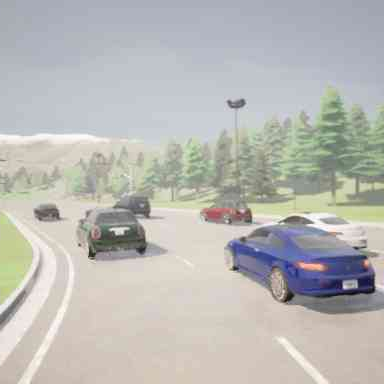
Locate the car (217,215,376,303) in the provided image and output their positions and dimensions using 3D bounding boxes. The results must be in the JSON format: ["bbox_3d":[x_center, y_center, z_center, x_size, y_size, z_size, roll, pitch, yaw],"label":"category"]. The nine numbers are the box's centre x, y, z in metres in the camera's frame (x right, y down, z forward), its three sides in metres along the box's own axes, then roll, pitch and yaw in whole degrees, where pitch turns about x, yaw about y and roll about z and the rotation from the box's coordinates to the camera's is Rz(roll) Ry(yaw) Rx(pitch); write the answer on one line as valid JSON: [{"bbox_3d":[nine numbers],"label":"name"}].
[{"bbox_3d":[2.291,1.514,8.206,1.812,1.442,4.674,-1,0,-14],"label":"car"}]

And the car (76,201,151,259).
[{"bbox_3d":[-3.429,1.457,13.560,2.097,1.767,4.553,-1,0,-25],"label":"car"}]

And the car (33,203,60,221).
[{"bbox_3d":[-13.789,1.846,31.560,1.837,1.490,4.892,-1,0,-31],"label":"car"}]

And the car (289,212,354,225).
[{"bbox_3d":[4.455,1.491,12.821,1.812,1.442,4.674,-1,0,-20],"label":"car"}]

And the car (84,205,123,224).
[{"bbox_3d":[-7.568,1.823,28.019,1.895,1.301,4.718,-1,0,-31],"label":"car"}]

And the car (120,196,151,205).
[{"bbox_3d":[-5.802,1.426,31.860,2.150,2.045,5.566,-1,0,-31],"label":"car"}]

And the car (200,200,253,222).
[{"bbox_3d":[2.434,1.391,24.634,2.097,1.767,4.553,-1,0,-29],"label":"car"}]
